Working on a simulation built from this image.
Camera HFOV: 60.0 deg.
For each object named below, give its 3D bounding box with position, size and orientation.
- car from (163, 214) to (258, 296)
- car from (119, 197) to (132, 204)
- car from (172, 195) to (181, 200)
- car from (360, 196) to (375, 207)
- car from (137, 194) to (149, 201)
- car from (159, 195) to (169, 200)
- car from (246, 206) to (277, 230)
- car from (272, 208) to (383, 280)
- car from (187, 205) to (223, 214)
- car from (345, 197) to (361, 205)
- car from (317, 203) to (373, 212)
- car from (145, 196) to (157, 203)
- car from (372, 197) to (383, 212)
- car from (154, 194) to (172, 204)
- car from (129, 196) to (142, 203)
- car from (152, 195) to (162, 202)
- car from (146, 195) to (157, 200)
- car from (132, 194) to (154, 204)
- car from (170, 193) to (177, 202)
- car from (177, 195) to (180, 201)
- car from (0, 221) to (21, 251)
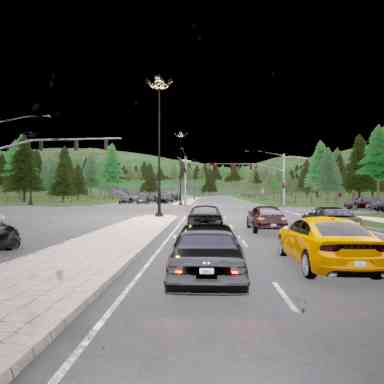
[{"bbox_3d":[0.385,1.547,8.823,2.033,1.411,5.357,0,0,2],"label":"car"},{"bbox_3d":[-12.549,1.564,63.476,1.994,1.385,4.181,0,0,3],"label":"car"},{"bbox_3d":[-4.258,1.529,93.902,2.033,1.411,5.357,0,0,3],"label":"car"},{"bbox_3d":[22.683,1.491,38.371,4.902,1.511,2.128,0,0,3],"label":"car"},{"bbox_3d":[-11.806,1.355,80.953,2.097,1.767,4.553,0,0,2],"label":"car"},{"bbox_3d":[-7.778,1.519,93.584,2.128,1.511,4.902,0,0,3],"label":"car"},{"bbox_3d":[4.273,1.526,19.247,1.812,1.442,4.674,0,0,3],"label":"car"},{"bbox_3d":[3.940,1.478,10.028,1.882,1.535,5.008,0,0,3],"label":"car"},{"bbox_3d":[0.739,1.478,18.642,1.882,1.535,5.008,0,0,3],"label":"car"},{"bbox_3d":[21.597,1.352,41.933,4.553,1.767,2.097,0,0,3],"label":"car"},{"bbox_3d":[7.759,1.547,18.861,2.033,1.411,5.357,0,0,3],"label":"car"},{"bbox_3d":[-8.695,1.552,71.184,1.994,1.385,4.181,0,0,2],"label":"car"},{"bbox_3d":[22.418,1.547,34.880,5.357,1.411,2.033,0,0,3],"label":"car"},{"bbox_3d":[-5.550,1.600,63.441,1.895,1.301,4.718,0,0,3],"label":"car"},{"bbox_3d":[-12.161,1.524,72.097,1.812,1.442,4.674,0,0,2],"label":"car"},{"bbox_3d":[-8.356,1.552,79.644,1.994,1.385,4.181,0,0,2],"label":"car"},{"bbox_3d":[-11.298,1.537,93.268,2.033,1.411,5.357,0,0,3],"label":"car"},{"bbox_3d":[-9.111,1.491,62.333,2.128,1.511,4.902,0,0,3],"label":"car"},{"bbox_3d":[-5.145,1.355,72.375,2.097,1.767,4.553,0,0,2],"label":"car"},{"bbox_3d":[-4.716,1.225,83.057,2.150,2.045,5.566,0,0,2],"label":"car"},{"bbox_3d":[-7.698,1.564,11.225,1.994,1.385,4.181,0,0,2],"label":"car"}]
